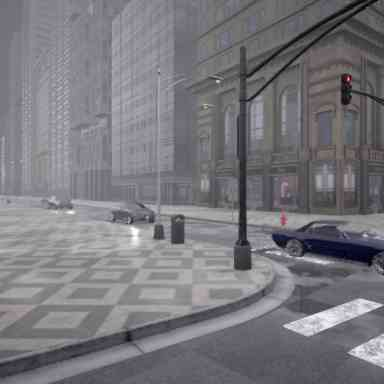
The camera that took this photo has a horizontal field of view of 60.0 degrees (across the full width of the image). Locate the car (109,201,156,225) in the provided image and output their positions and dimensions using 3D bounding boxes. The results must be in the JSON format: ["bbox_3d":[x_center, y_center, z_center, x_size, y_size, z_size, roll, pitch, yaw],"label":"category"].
[{"bbox_3d":[-4.300,1.434,23.584,1.837,1.490,4.892,0,0,-35],"label":"car"}]

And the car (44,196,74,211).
[{"bbox_3d":[-15.640,1.233,39.573,2.097,1.767,4.553,0,0,-35],"label":"car"}]

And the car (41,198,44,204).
[{"bbox_3d":[-25.093,1.446,58.333,1.895,1.301,4.718,0,0,-36],"label":"car"}]

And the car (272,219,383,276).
[{"bbox_3d":[4.951,1.588,10.581,1.895,1.301,4.718,0,0,-35],"label":"car"}]
